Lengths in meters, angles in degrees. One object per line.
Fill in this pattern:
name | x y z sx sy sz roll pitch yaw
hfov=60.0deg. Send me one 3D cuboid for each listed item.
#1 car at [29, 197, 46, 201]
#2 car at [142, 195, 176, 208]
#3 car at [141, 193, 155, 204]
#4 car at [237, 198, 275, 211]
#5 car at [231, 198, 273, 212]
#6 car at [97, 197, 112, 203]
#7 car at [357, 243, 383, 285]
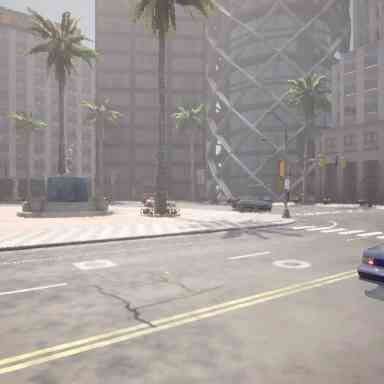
car | -27.951 1.565 61.657 4.181 1.385 1.994 0 0 -10
car | -4.517 1.528 48.748 4.674 1.442 1.812 0 0 25
car | -5.389 1.225 52.950 5.566 2.045 2.150 0 0 21
car | 8.129 1.529 42.510 1.812 1.442 4.674 0 0 -40
car | 6.828 1.604 38.601 1.895 1.301 4.718 0 0 -37
car | -17.632 1.603 62.540 4.718 1.301 1.895 0 0 2
car | 6.232 1.548 8.219 5.357 1.411 2.033 0 0 -35
